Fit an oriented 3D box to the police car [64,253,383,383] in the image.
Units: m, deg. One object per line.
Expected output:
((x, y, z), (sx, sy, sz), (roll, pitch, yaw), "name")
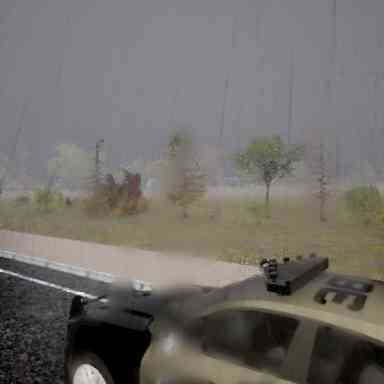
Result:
((0.808, 1.427, 2.984), (5.238, 1.638, 1.930), (0, 0, 36), "police car")
